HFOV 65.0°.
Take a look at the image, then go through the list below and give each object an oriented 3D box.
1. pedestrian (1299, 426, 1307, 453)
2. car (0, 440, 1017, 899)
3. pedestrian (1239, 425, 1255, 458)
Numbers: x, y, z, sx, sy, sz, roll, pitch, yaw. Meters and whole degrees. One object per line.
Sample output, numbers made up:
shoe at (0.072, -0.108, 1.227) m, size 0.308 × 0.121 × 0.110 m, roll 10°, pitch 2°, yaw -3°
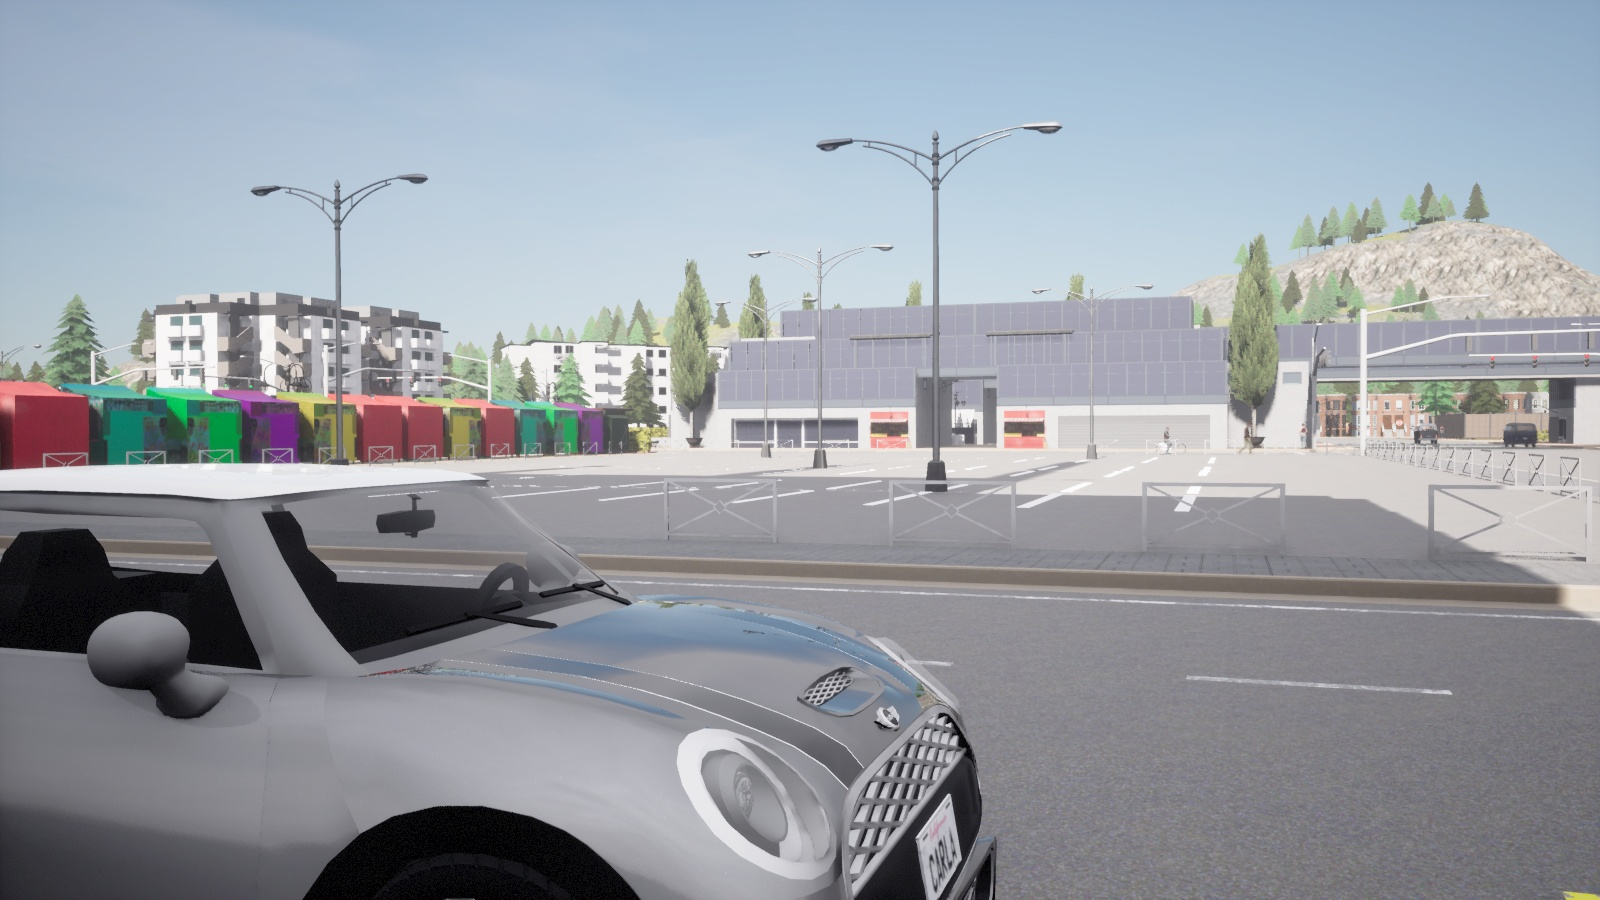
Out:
pedestrian at (34.797, -0.719, 86.852) m, size 0.345 × 1.836 × 0.594 m, roll 0°, pitch 1°, yaw 10°
car at (-1.428, 0.728, 3.672) m, size 3.806 × 1.475 × 1.970 m, roll 1°, pitch 1°, yaw 18°
pedestrian at (24.872, -0.485, 69.857) m, size 0.703 × 1.840 × 0.431 m, roll 0°, pitch 1°, yaw 6°
